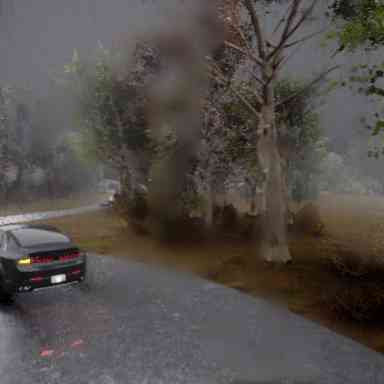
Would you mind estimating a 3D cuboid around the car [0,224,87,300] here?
[{"bbox_3d":[-4.577,1.617,8.833,4.892,1.490,1.837,0,-1,45],"label":"car"}]

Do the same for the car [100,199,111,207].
[{"bbox_3d":[-16.383,2.074,63.883,1.994,1.385,4.181,-2,1,-2],"label":"car"}]
